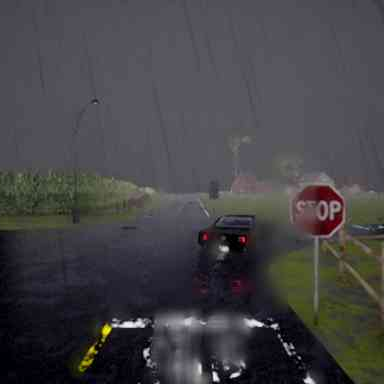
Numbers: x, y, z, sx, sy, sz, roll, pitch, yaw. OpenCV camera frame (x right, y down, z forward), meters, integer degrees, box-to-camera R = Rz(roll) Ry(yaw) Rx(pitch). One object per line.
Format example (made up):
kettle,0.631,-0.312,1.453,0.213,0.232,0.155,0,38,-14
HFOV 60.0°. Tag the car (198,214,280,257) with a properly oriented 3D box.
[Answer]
car,2.020,1.499,12.688,1.895,1.301,4.718,0,1,26
